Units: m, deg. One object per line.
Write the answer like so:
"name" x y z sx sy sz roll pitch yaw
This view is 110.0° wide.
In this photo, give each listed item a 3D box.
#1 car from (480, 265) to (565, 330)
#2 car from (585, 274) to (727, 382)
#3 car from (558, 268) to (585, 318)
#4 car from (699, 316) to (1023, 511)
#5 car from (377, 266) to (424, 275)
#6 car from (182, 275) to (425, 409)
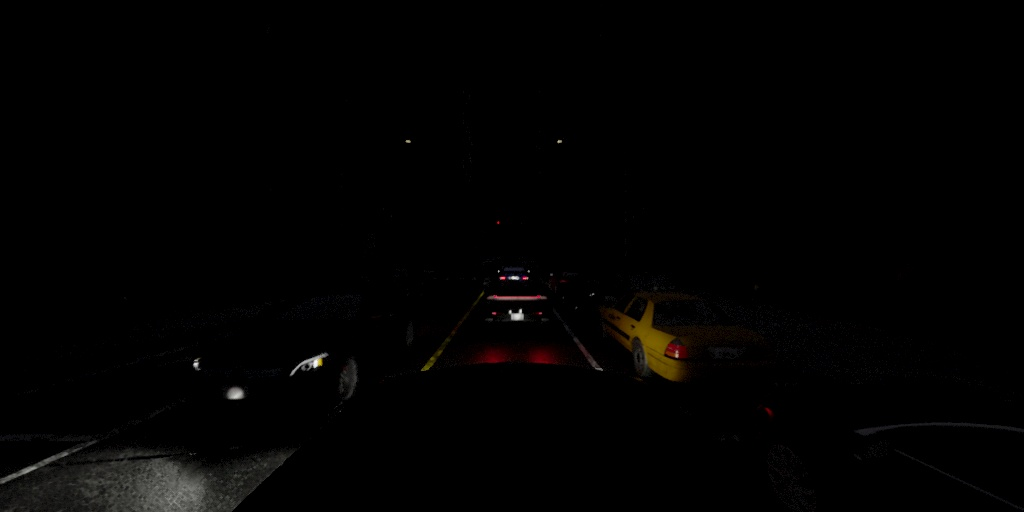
"car" 0.105 1.197 10.838 2.128 1.511 4.902 0 0 0
"car" 2.874 1.250 7.095 1.751 1.417 4.829 0 0 0
"car" 2.876 1.263 12.512 1.948 1.339 4.313 0 0 0
"car" 2.872 1.302 1.340 2.007 1.370 4.403 0 0 0
"car" -5.668 1.214 18.097 1.888 1.381 4.507 0 0 0
"car" -3.078 1.253 6.331 1.812 1.442 4.674 0 0 0
